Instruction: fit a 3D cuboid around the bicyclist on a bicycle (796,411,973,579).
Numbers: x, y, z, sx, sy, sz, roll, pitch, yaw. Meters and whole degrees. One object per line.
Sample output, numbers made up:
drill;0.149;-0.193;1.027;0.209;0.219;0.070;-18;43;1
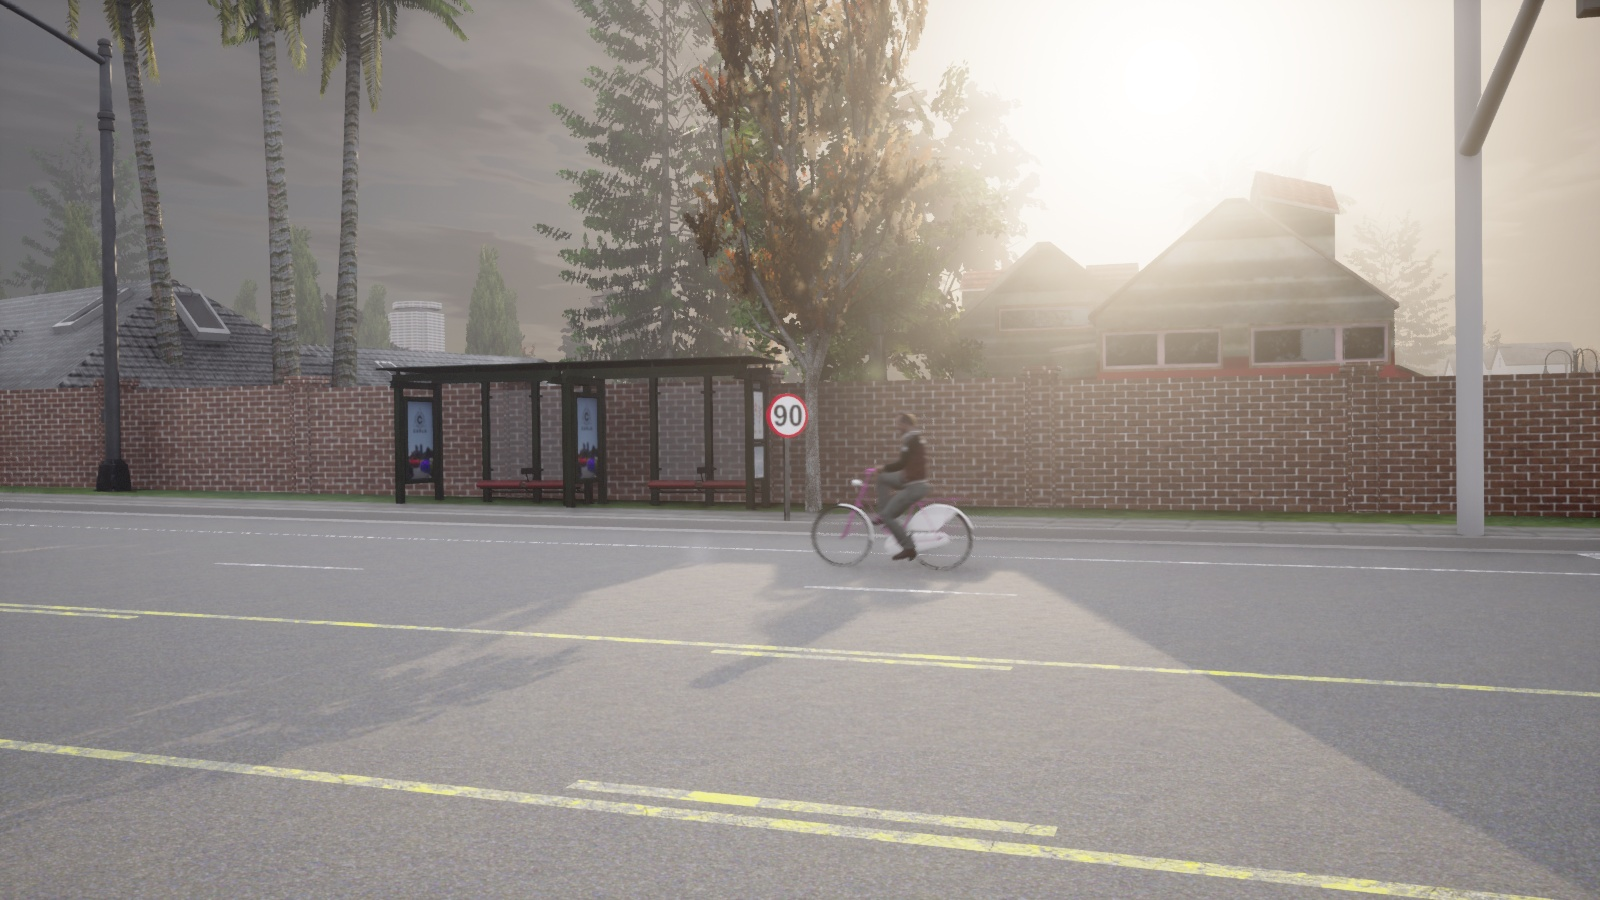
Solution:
bicyclist on a bicycle;0.939;0.469;13.953;1.843;1.776;0.659;1;1;19
